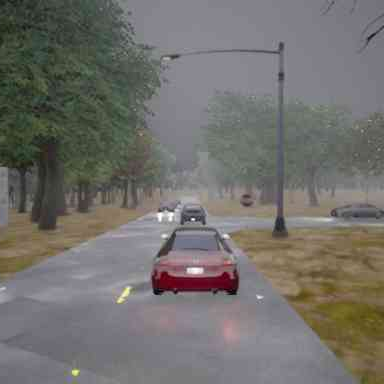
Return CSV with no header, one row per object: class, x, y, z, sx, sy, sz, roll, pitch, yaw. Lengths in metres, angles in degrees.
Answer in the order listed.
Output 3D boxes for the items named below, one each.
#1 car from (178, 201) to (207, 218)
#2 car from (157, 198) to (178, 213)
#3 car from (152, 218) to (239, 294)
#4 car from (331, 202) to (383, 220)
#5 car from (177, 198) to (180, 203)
car,0.083,1.691,26.216,1.837,1.490,4.892,0,0,0
car,-3.111,1.822,41.121,1.994,1.385,4.181,1,-1,0
car,0.087,1.637,8.991,1.994,1.385,4.181,0,0,1
car,13.931,1.575,27.953,4.181,1.385,1.994,-1,1,2
car,-3.141,1.815,51.017,1.837,1.490,4.892,0,0,-1
